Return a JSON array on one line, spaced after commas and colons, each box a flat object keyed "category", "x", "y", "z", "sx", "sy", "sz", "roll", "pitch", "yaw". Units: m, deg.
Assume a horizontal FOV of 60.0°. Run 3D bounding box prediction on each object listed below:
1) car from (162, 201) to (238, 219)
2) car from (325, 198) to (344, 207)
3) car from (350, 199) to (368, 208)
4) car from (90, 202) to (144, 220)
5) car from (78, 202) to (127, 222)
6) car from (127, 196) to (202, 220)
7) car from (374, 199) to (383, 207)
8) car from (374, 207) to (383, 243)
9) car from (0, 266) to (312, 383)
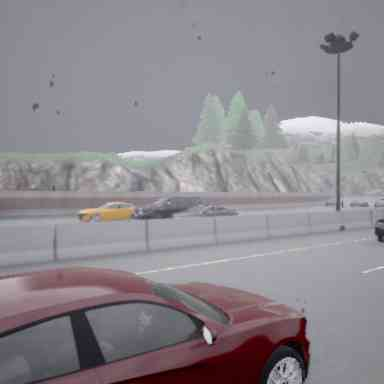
[{"category": "car", "x": 0.880, "y": 1.559, "z": 21.834, "sx": 4.902, "sy": 1.511, "sz": 2.128, "roll": 0, "pitch": 0, "yaw": -36}, {"category": "car", "x": 23.902, "y": 1.764, "z": 55.716, "sx": 1.837, "sy": 1.490, "sz": 4.892, "roll": 0, "pitch": 0, "yaw": 42}, {"category": "car", "x": 27.377, "y": 1.803, "z": 54.331, "sx": 1.812, "sy": 1.442, "sz": 4.674, "roll": 0, "pitch": 0, "yaw": 41}, {"category": "car", "x": -6.611, "y": 1.622, "z": 29.385, "sx": 4.181, "sy": 1.385, "sz": 1.994, "roll": 0, "pitch": 0, "yaw": -36}, {"category": "car", "x": -6.098, "y": 1.526, "z": 25.442, "sx": 5.008, "sy": 1.535, "sz": 1.882, "roll": 0, "pitch": 0, "yaw": -36}, {"category": "car", "x": -1.576, "y": 1.286, "z": 24.368, "sx": 5.566, "sy": 2.045, "sz": 2.150, "roll": 0, "pitch": 0, "yaw": -36}, {"category": "car", "x": 29.811, "y": 1.805, "z": 51.833, "sx": 1.812, "sy": 1.442, "sz": 4.674, "roll": 0, "pitch": 0, "yaw": 41}, {"category": "car", "x": 10.368, "y": 1.580, "z": 15.438, "sx": 4.902, "sy": 1.511, "sz": 2.128, "roll": 0, "pitch": 0, "yaw": -36}, {"category": "car", "x": -0.938, "y": 1.482, "z": 3.086, "sx": 5.008, "sy": 1.535, "sz": 1.882, "roll": 0, "pitch": 0, "yaw": -35}]
